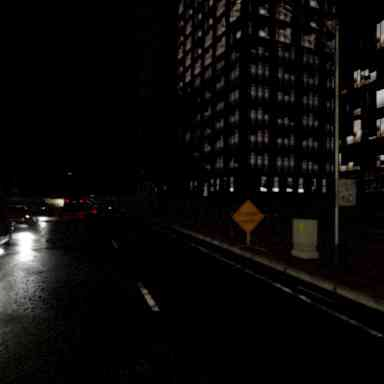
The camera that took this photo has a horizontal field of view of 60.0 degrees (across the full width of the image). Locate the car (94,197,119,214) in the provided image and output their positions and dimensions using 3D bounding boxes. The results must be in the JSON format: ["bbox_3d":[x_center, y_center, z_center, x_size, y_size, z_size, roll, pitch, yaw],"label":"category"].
[{"bbox_3d":[-8.739,1.533,34.493,1.994,1.385,4.181,1,0,-20],"label":"car"}]

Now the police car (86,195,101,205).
[{"bbox_3d":[-17.499,1.367,59.040,1.930,1.638,5.238,1,0,-23],"label":"police car"}]

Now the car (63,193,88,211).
[{"bbox_3d":[-13.589,1.125,38.241,2.150,2.045,5.566,1,0,-21],"label":"car"}]

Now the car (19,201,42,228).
[{"bbox_3d":[-10.919,1.481,21.052,1.895,1.301,4.718,1,0,-19],"label":"car"}]

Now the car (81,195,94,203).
[{"bbox_3d":[-21.455,1.403,68.206,1.882,1.535,5.008,1,0,-24],"label":"car"}]

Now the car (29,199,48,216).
[{"bbox_3d":[-14.370,1.384,30.764,1.812,1.442,4.674,1,0,-21],"label":"car"}]

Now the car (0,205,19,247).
[{"bbox_3d":[-7.732,1.381,11.794,1.882,1.535,5.008,1,0,-18],"label":"car"}]

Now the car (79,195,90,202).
[{"bbox_3d":[-23.924,1.441,73.736,1.812,1.442,4.674,1,0,-24],"label":"car"}]

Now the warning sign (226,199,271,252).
[{"bbox_3d":[2.075,1.186,12.316,1.300,1.860,1.060,0,-1,-18],"label":"warning sign"}]

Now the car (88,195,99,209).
[{"bbox_3d":[-12.788,1.441,44.943,2.128,1.511,4.902,1,0,-21],"label":"car"}]

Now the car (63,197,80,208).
[{"bbox_3d":[-17.484,1.432,48.140,2.033,1.411,5.357,1,0,-22],"label":"car"}]
